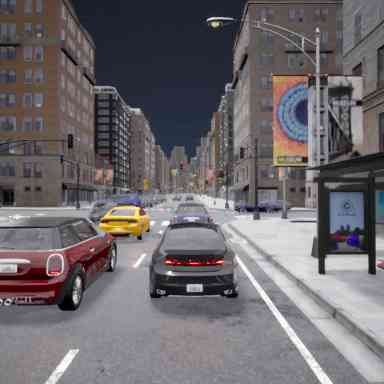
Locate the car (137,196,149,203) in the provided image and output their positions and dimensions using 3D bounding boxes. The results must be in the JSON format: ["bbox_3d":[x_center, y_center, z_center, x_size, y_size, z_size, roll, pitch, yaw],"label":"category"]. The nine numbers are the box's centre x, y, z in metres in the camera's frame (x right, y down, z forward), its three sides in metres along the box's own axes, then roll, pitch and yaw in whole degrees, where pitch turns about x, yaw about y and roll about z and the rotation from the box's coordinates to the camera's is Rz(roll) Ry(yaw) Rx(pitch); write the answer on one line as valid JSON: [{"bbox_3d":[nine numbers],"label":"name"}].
[{"bbox_3d":[-10.227,1.617,70.230,1.895,1.301,4.718,0,0,0],"label":"car"}]

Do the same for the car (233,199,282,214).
[{"bbox_3d":[6.802,1.670,35.619,4.718,1.301,1.895,0,-1,-3],"label":"car"}]

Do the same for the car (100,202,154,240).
[{"bbox_3d":[-3.279,1.485,17.055,1.882,1.535,5.008,0,0,-1],"label":"car"}]

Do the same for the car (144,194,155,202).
[{"bbox_3d":[-10.295,1.375,80.544,2.097,1.767,4.553,0,0,0],"label":"car"}]

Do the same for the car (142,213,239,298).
[{"bbox_3d":[0.024,1.508,8.497,1.837,1.490,4.892,0,0,-1],"label":"car"}]

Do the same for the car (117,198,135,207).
[{"bbox_3d":[-10.197,1.585,51.362,1.994,1.385,4.181,0,0,0],"label":"car"}]

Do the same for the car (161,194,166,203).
[{"bbox_3d":[-6.968,1.586,68.919,1.994,1.385,4.181,0,0,0],"label":"car"}]

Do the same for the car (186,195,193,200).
[{"bbox_3d":[-0.620,1.439,92.024,1.895,1.301,4.718,0,0,0],"label":"car"}]

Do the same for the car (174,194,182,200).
[{"bbox_3d":[-3.870,1.369,91.973,2.128,1.511,4.902,0,0,0],"label":"car"}]

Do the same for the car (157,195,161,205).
[{"bbox_3d":[-6.986,1.547,58.911,1.812,1.442,4.674,0,0,0],"label":"car"}]

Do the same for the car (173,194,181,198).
[{"bbox_3d":[-3.804,1.607,82.001,1.895,1.301,4.718,0,0,0],"label":"car"}]

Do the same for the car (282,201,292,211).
[{"bbox_3d":[9.142,1.613,39.044,4.902,1.511,2.128,0,-1,0],"label":"car"}]

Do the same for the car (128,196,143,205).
[{"bbox_3d":[-10.230,1.526,60.182,1.837,1.490,4.892,0,0,0],"label":"car"}]

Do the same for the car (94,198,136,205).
[{"bbox_3d":[-5.969,1.464,24.275,1.837,1.490,4.892,-1,1,8],"label":"car"}]

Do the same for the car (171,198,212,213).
[{"bbox_3d":[-0.033,1.360,17.433,2.097,1.767,4.553,0,0,0],"label":"car"}]

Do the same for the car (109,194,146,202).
[{"bbox_3d":[-8.575,1.287,38.818,5.566,2.045,2.150,0,-1,-1],"label":"car"}]

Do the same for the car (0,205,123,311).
[{"bbox_3d":[-3.220,1.355,7.927,2.097,1.767,4.553,0,0,-1],"label":"car"}]

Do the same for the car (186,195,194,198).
[{"bbox_3d":[-0.551,1.489,81.575,1.882,1.535,5.008,0,0,0],"label":"car"}]

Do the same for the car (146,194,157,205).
[{"bbox_3d":[-6.940,1.373,50.335,2.097,1.767,4.553,0,0,0],"label":"car"}]
